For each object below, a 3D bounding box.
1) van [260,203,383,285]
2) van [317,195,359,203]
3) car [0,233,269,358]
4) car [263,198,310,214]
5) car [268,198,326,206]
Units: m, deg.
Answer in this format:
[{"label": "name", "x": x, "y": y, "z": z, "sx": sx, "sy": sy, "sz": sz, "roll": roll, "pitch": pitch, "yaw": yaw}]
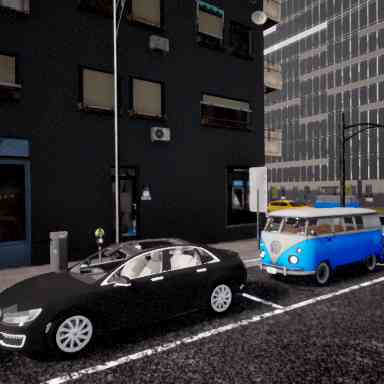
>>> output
[{"label": "van", "x": 3.599, "y": 1.339, "z": 9.137, "sx": 3.998, "sy": 1.788, "sz": 1.690, "roll": 0, "pitch": -1, "yaw": -35}, {"label": "van", "x": 12.832, "y": 1.201, "z": 29.774, "sx": 1.690, "sy": 1.788, "sz": 3.998, "roll": -1, "pitch": 1, "yaw": -35}, {"label": "car", "x": -0.961, "y": 1.550, "z": 5.884, "sx": 4.403, "sy": 1.369, "sz": 2.008, "roll": 0, "pitch": -1, "yaw": -35}, {"label": "car", "x": 9.655, "y": 1.400, "z": 34.292, "sx": 1.947, "sy": 1.339, "sz": 4.313, "roll": -1, "pitch": 1, "yaw": -35}, {"label": "car", "x": 7.808, "y": 1.416, "z": 26.844, "sx": 1.882, "sy": 1.535, "sz": 5.008, "roll": -1, "pitch": 1, "yaw": -35}]
